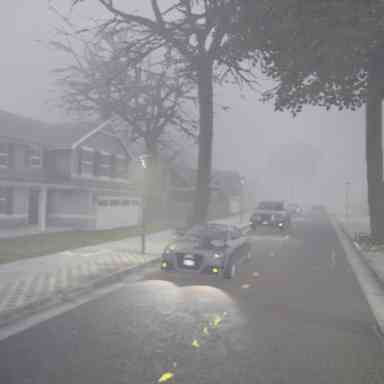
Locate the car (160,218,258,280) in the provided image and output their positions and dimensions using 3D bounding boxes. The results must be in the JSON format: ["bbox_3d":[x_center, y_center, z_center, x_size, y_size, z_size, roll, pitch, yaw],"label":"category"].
[{"bbox_3d":[0.626,1.702,10.587,1.994,1.385,4.181,1,-1,21],"label":"car"}]

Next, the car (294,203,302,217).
[{"bbox_3d":[11.816,2.061,39.250,2.097,1.767,4.553,1,0,21],"label":"car"}]

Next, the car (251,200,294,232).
[{"bbox_3d":[5.694,1.605,23.632,2.150,2.045,5.566,1,0,22],"label":"car"}]

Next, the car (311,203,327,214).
[{"bbox_3d":[17.915,2.340,47.135,1.837,1.490,4.892,1,0,21],"label":"car"}]
